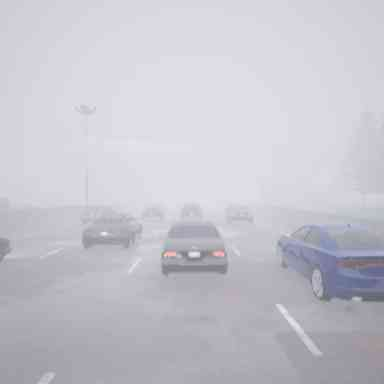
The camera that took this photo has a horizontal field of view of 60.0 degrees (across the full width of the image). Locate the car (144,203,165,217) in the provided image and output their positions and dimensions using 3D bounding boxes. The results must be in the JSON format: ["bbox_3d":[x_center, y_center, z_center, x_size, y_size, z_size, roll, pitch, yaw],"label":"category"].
[{"bbox_3d":[-3.524,1.737,31.024,1.812,1.442,4.674,0,-1,0],"label":"car"}]

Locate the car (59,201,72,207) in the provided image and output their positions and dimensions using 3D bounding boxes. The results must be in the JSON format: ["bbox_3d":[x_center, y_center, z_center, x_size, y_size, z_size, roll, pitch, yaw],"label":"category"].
[{"bbox_3d":[-28.300,2.624,75.190,1.895,1.301,4.718,0,-1,0],"label":"car"}]

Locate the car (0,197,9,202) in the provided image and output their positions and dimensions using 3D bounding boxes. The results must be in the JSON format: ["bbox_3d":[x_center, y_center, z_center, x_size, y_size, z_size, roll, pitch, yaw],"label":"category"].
[{"bbox_3d":[-21.231,1.534,34.853,2.150,2.045,5.566,0,-1,0],"label":"car"}]

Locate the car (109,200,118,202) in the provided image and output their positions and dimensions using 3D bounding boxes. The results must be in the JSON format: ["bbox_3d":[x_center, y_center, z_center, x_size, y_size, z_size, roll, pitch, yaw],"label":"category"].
[{"bbox_3d":[-17.800,2.525,75.266,1.812,1.442,4.674,0,-1,0],"label":"car"}]

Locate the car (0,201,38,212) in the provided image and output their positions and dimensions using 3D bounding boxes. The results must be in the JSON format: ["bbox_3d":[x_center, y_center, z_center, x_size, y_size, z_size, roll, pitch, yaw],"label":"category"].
[{"bbox_3d":[-17.728,1.867,34.810,1.994,1.385,4.181,0,-1,0],"label":"car"}]

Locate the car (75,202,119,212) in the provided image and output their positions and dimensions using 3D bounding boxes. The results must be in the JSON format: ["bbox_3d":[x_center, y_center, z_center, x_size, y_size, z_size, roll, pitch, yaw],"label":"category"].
[{"bbox_3d":[-7.009,1.707,25.693,2.033,1.411,5.357,0,-1,0],"label":"car"}]

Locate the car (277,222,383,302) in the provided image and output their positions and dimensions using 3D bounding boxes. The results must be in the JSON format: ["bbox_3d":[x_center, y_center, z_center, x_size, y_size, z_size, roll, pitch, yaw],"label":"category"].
[{"bbox_3d":[3.550,1.484,8.373,1.882,1.535,5.008,0,0,0],"label":"car"}]

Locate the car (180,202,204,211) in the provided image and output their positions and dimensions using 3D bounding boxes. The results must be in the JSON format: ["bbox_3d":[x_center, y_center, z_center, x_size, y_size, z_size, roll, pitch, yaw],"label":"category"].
[{"bbox_3d":[-0.021,1.694,30.160,1.837,1.490,4.892,0,-1,0],"label":"car"}]

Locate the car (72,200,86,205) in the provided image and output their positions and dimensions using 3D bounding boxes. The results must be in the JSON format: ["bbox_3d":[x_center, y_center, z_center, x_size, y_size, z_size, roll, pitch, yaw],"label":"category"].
[{"bbox_3d":[-24.800,2.544,75.237,1.812,1.442,4.674,0,-1,0],"label":"car"}]

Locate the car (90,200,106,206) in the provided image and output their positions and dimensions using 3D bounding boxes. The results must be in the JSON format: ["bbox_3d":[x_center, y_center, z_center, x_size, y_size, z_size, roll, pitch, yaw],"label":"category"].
[{"bbox_3d":[-21.302,2.493,75.664,2.033,1.411,5.357,0,-1,0],"label":"car"}]

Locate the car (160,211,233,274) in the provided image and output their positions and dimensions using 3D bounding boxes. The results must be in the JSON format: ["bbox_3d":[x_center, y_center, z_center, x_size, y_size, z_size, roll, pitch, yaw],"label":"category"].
[{"bbox_3d":[0.053,1.573,10.567,2.033,1.411,5.357,0,0,0],"label":"car"}]

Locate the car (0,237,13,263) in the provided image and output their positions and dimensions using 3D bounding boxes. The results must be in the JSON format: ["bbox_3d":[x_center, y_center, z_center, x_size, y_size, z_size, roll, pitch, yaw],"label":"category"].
[{"bbox_3d":[-6.946,1.585,8.728,2.033,1.411,5.357,0,0,0],"label":"car"}]

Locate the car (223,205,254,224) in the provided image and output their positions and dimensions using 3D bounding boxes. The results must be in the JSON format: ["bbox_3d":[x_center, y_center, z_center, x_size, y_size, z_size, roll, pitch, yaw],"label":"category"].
[{"bbox_3d":[3.491,1.677,25.748,2.033,1.411,5.357,0,-1,0],"label":"car"}]

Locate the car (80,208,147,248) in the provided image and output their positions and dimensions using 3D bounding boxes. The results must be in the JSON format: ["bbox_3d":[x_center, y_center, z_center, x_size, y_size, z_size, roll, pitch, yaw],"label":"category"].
[{"bbox_3d":[-3.460,1.624,15.098,1.994,1.385,4.181,0,0,0],"label":"car"}]
